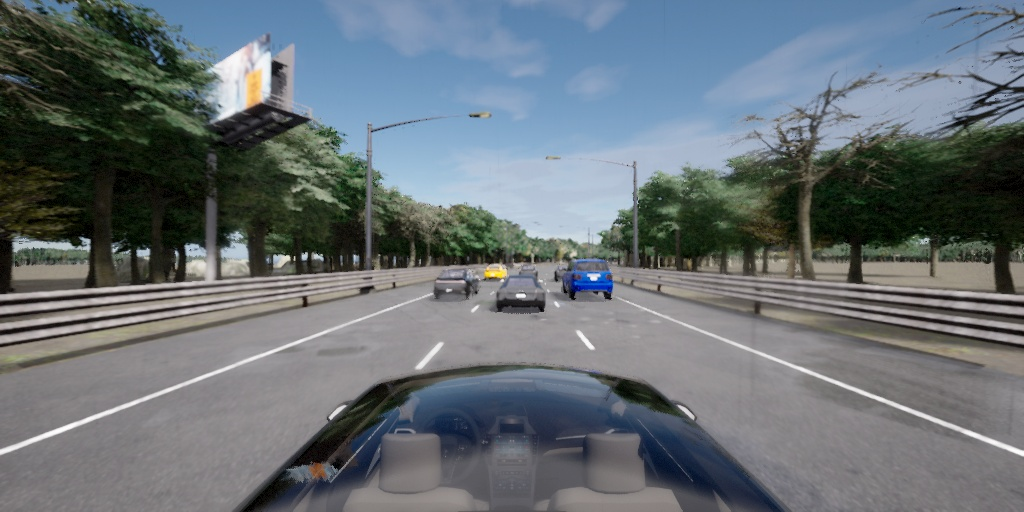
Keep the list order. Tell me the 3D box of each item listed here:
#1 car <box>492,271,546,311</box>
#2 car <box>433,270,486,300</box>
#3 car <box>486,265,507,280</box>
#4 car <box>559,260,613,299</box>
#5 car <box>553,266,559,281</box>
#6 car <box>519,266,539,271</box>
[{"bbox_3d":[0.402,1.506,15.593,1.994,1.385,4.181,0,-1,2],"label":"car"},{"bbox_3d":[-2.927,1.487,19.677,2.128,1.511,4.902,0,-1,3],"label":"car"},{"bbox_3d":[-1.682,1.729,37.817,1.882,1.535,5.008,0,-1,5],"label":"car"},{"bbox_3d":[4.084,1.231,20.051,2.150,2.045,5.566,0,-1,3],"label":"car"},{"bbox_3d":[5.226,1.734,36.493,2.128,1.511,4.902,0,-1,5],"label":"car"},{"bbox_3d":[1.718,1.730,36.558,2.128,1.511,4.902,0,-1,5],"label":"car"}]
